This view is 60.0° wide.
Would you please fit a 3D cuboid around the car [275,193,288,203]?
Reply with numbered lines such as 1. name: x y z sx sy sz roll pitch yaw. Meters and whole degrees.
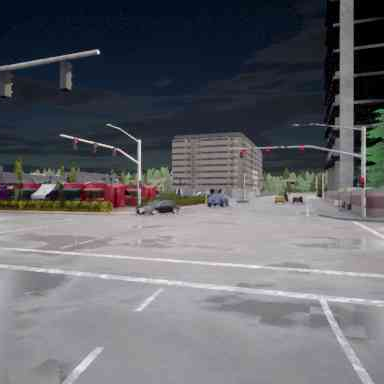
1. car: 18.270 1.478 69.010 1.882 1.535 5.008 0 0 19

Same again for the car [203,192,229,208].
1. car: 3.854 1.222 48.813 2.150 2.045 5.566 0 0 19

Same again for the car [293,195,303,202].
1. car: 24.780 1.525 77.346 2.128 1.511 4.902 0 0 19

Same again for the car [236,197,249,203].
1. car: 10.244 1.601 67.296 1.895 1.301 4.718 0 0 19

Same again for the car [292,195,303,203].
1. car: 21.483 1.478 67.604 1.882 1.535 5.008 0 0 19

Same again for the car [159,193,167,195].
1. car: -7.924 1.209 81.463 4.605 1.855 1.932 0 0 19

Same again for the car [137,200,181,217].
1. car: -3.124 1.511 32.050 2.128 1.511 4.902 1 1 37
